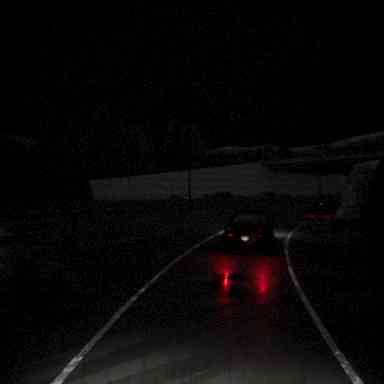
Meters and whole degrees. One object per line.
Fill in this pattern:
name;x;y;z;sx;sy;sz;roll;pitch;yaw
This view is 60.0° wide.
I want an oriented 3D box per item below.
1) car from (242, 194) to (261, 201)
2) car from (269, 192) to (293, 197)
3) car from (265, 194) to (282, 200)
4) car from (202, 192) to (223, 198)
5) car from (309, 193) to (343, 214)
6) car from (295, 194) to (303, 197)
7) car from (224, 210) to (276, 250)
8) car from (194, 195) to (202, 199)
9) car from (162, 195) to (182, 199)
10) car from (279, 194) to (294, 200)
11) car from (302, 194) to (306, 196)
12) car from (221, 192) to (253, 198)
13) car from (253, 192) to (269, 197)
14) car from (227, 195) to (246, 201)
car;13.176;1.272;74.024;1.812;1.442;4.674;1;0;45
car;18.697;1.148;69.650;2.097;1.767;4.553;1;0;45
car;21.352;1.256;87.258;2.128;1.511;4.902;1;0;45
car;4.967;0.986;60.809;5.566;2.045;2.150;0;0;-45
car;14.327;1.272;34.869;2.097;1.767;4.553;1;0;41
car;27.046;1.371;83.060;1.895;1.301;4.718;1;0;45
car;2.521;1.477;14.186;1.812;1.442;4.674;0;0;15
car;2.294;1.268;63.070;4.674;1.442;1.812;0;0;-45
car;-3.740;1.281;61.979;4.181;1.385;1.994;0;0;-45
car;24.263;1.278;85.223;1.812;1.442;4.674;1;0;45
car;29.521;1.339;80.585;2.033;1.411;5.357;1;0;45
car;7.957;1.278;58.872;4.902;1.511;2.128;0;0;-45
car;16.207;0.996;72.108;2.150;2.045;5.566;1;0;45
car;10.191;1.321;75.985;1.895;1.301;4.718;1;0;45
